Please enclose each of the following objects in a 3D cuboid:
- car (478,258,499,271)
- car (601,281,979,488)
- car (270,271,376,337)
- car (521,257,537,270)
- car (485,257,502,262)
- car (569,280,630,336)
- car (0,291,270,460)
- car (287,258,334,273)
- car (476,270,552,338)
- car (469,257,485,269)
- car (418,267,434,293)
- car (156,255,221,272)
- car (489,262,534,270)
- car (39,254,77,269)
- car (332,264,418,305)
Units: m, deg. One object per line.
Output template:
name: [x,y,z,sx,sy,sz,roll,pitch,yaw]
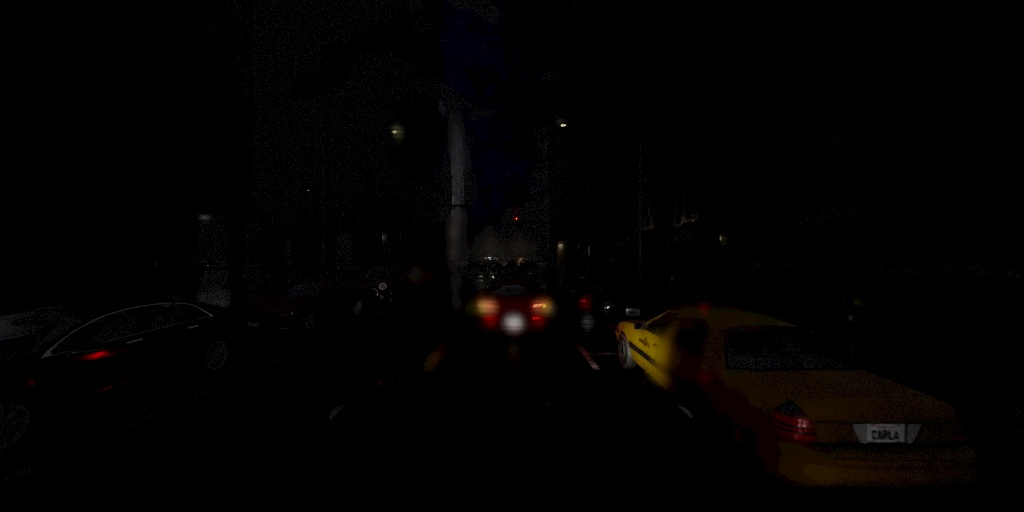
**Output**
car: [-3.140,1.285,47.966,1.812,1.442,4.674,0,0,0]
car: [2.761,1.275,4.958,1.751,1.417,4.829,0,0,0]
car: [-5.769,1.295,10.235,1.888,1.381,4.507,0,0,0]
car: [2.716,1.201,53.127,1.967,1.591,4.097,0,0,0]
car: [-3.136,1.328,57.934,1.994,1.385,4.181,0,0,0]
car: [2.756,1.316,10.245,1.948,1.339,4.313,0,0,0]
car: [-5.764,1.301,4.778,2.007,1.370,4.403,0,0,0]
car: [-17.850,0.936,32.596,4.892,1.490,1.837,1,0,0]
car: [0.063,1.276,10.079,1.812,1.442,4.674,0,0,0]
car: [-5.814,1.079,58.556,2.192,1.841,5.009,0,0,0]
car: [-5.779,1.277,20.979,1.751,1.417,4.829,0,0,0]
car: [-29.325,0.714,32.564,4.892,1.490,1.837,1,0,0]
car: [0.003,1.256,18.946,1.837,1.490,4.892,0,0,0]
car: [-42.085,0.532,32.557,4.181,1.385,1.994,1,0,1]
car: [-5.774,1.190,15.692,1.967,1.591,4.097,0,0,0]
